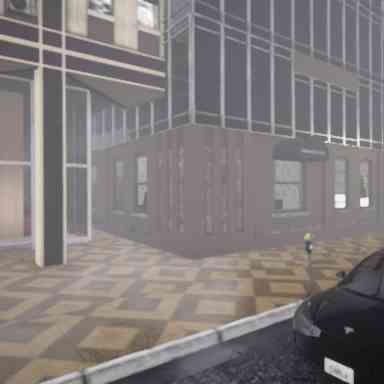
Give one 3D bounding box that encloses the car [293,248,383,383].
[{"bbox_3d":[3.343,1.531,4.839,4.313,1.339,1.947,0,0,-36],"label":"car"}]
